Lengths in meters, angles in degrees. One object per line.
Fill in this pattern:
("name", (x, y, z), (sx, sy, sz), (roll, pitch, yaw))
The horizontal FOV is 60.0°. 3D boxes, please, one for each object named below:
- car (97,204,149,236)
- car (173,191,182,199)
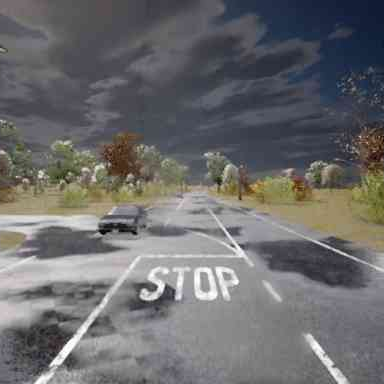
("car", (-3.457, 1.374, 17.692), (2.033, 1.411, 5.357), (0, 1, 0))
("car", (-3.322, 0.611, 77.088), (2.097, 1.767, 4.553), (0, 1, 0))
